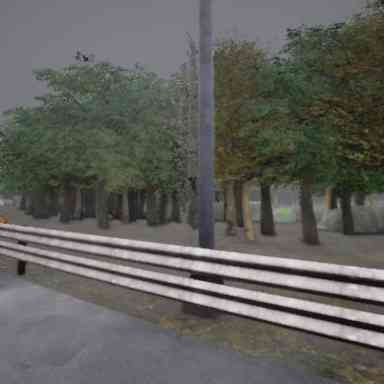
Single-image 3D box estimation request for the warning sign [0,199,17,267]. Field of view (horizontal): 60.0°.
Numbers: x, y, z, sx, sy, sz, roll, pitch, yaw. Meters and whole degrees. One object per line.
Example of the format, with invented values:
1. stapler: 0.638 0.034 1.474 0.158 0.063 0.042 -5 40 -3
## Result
1. warning sign: -5.831 1.145 9.363 1.060 1.860 1.300 -1 0 40
